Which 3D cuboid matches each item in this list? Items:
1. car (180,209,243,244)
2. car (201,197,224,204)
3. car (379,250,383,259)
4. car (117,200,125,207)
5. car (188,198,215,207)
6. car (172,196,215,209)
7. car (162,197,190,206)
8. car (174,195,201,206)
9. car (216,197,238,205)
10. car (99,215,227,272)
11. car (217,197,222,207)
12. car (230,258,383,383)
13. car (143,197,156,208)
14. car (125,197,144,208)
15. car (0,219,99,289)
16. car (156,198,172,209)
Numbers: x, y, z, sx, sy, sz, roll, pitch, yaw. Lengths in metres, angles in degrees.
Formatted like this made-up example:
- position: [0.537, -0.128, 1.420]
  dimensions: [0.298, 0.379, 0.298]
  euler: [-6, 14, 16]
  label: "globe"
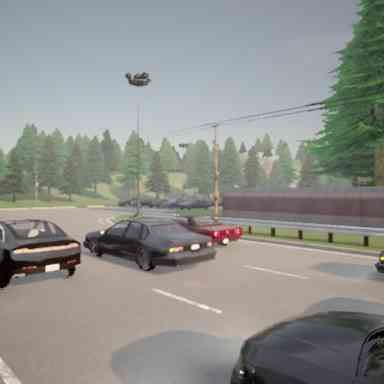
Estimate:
- position: [-0.190, 1.629, 14.620]
  dimensions: [1.895, 1.301, 4.718]
  euler: [0, 0, -43]
  label: "car"
- position: [4.176, 1.723, 66.611]
  dimensions: [4.718, 1.301, 1.895]
  euler: [0, 0, -43]
  label: "car"
- position: [7.079, 1.554, 7.140]
  dimensions: [2.033, 1.411, 5.357]
  euler: [0, 0, -44]
  label: "car"
- position: [-9.668, 1.616, 53.584]
  dimensions: [4.892, 1.490, 1.837]
  euler: [0, 0, -43]
  label: "car"
- position: [1.633, 1.666, 54.640]
  dimensions: [4.181, 1.385, 1.994]
  euler: [0, 0, -43]
  label: "car"
- position: [0.394, 1.630, 43.834]
  dimensions: [5.357, 1.411, 2.033]
  euler: [0, 0, -43]
  label: "car"
- position: [-2.852, 1.622, 60.023]
  dimensions: [4.892, 1.490, 1.837]
  euler: [0, 0, -43]
  label: "car"
- position: [-0.719, 1.461, 57.231]
  dimensions: [4.553, 1.767, 2.097]
  euler: [0, 0, -43]
  label: "car"
- position: [6.745, 1.679, 64.245]
  dimensions: [4.181, 1.385, 1.994]
  euler: [0, 0, -43]
  label: "car"
- position: [-1.629, 1.570, 11.033]
  dimensions: [2.033, 1.411, 5.357]
  euler: [0, 0, -43]
  label: "car"
- position: [4.753, 1.643, 52.780]
  dimensions: [5.357, 1.411, 2.033]
  euler: [0, 0, -44]
  label: "car"
- position: [2.421, 1.507, 1.881]
  dimensions: [1.837, 1.490, 4.892]
  euler: [0, 0, -44]
  label: "car"
- position: [-4.474, 1.661, 48.864]
  dimensions: [4.181, 1.385, 1.994]
  euler: [0, 0, -43]
  label: "car"
- position: [-7.168, 1.596, 51.134]
  dimensions: [4.902, 1.511, 2.128]
  euler: [0, 0, -43]
  label: "car"
- position: [-4.845, 1.515, 9.351]
  dimensions: [2.128, 1.511, 4.902]
  euler: [0, 0, -43]
  label: "car"
- position: [-2.197, 1.615, 46.181]
  dimensions: [4.674, 1.442, 1.812]
  euler: [0, 0, -43]
  label: "car"
